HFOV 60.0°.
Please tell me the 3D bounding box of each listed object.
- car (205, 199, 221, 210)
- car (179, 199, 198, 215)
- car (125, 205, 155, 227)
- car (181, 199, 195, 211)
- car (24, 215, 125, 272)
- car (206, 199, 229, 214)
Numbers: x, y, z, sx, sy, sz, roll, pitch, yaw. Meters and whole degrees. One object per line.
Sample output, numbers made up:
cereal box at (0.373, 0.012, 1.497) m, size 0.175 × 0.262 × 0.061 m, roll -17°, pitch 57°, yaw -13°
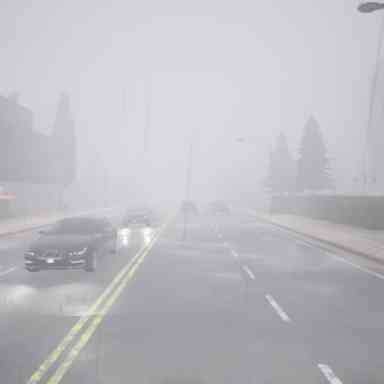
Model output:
car at (2.979, 1.774, 48.065) m, size 1.882 × 1.535 × 5.008 m, roll 0°, pitch 0°, yaw -1°
car at (-0.398, 1.722, 37.305) m, size 2.128 × 1.511 × 4.902 m, roll 0°, pitch 0°, yaw -1°
car at (-3.819, 1.678, 24.529) m, size 1.812 × 1.442 × 4.674 m, roll 0°, pitch -1°, yaw 0°
car at (-0.572, 1.797, 47.342) m, size 1.837 × 1.490 × 4.892 m, roll 0°, pitch 0°, yaw 0°
car at (-3.726, 1.575, 11.098) m, size 1.837 × 1.490 × 4.892 m, roll 0°, pitch -1°, yaw -1°
car at (3.114, 1.784, 38.258) m, size 2.033 × 1.411 × 5.357 m, roll 0°, pitch 0°, yaw -1°
